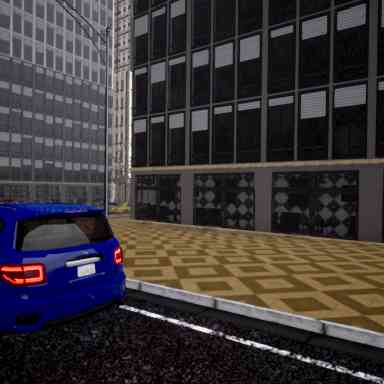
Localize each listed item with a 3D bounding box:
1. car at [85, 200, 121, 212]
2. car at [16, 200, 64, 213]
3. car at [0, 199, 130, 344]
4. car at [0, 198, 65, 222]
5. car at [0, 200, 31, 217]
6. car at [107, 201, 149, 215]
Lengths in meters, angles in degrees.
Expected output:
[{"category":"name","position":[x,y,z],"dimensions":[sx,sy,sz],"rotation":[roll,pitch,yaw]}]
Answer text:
[{"category":"car","position":[-11.435,1.783,42.971],"dimensions":[1.994,1.385,4.181],"rotation":[1,0,36]},{"category":"car","position":[-17.660,1.642,38.916],"dimensions":[1.752,1.417,4.829],"rotation":[1,0,36]},{"category":"car","position":[-3.716,1.218,6.333],"dimensions":[5.566,2.045,2.150],"rotation":[0,0,35]},{"category":"car","position":[-14.162,1.518,29.541],"dimensions":[2.192,1.841,5.009],"rotation":[1,0,36]},{"category":"car","position":[-18.861,1.614,32.917],"dimensions":[1.837,1.490,4.892],"rotation":[1,0,36]},{"category":"car","position":[-7.365,1.829,38.752],"dimensions":[1.752,1.417,4.829],"rotation":[1,0,36]}]
